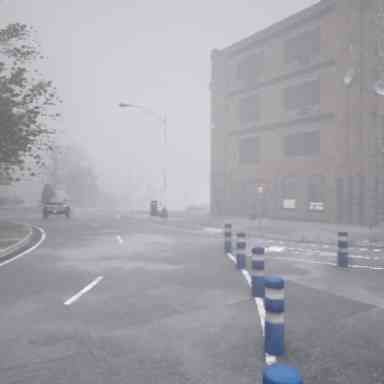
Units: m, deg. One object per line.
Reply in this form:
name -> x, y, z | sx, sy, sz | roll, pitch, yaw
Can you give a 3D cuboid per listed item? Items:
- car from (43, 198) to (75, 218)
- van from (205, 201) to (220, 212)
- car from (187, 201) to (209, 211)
car -> -10.623, 1.197, 26.759 | 2.128, 1.511, 4.902 | 0, 1, -14
van -> 4.052, 2.807, 64.249 | 1.878, 1.987, 4.442 | 1, -3, 18
car -> 0.652, 2.467, 53.677 | 2.002, 1.452, 4.674 | 2, -2, 18
